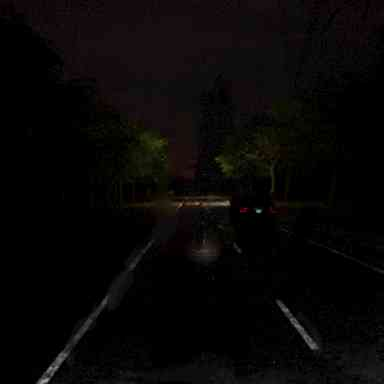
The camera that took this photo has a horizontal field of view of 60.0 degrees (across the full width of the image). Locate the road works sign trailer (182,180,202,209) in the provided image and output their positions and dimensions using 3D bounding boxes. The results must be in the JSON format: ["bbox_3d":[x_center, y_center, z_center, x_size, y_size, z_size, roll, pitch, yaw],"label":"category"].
[{"bbox_3d":[-0.006,0.264,40.885,2.380,3.560,2.880,0,0,0],"label":"road works sign trailer"}]

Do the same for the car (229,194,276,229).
[{"bbox_3d":[3.596,1.113,20.621,2.150,2.045,5.566,0,0,0],"label":"car"}]
